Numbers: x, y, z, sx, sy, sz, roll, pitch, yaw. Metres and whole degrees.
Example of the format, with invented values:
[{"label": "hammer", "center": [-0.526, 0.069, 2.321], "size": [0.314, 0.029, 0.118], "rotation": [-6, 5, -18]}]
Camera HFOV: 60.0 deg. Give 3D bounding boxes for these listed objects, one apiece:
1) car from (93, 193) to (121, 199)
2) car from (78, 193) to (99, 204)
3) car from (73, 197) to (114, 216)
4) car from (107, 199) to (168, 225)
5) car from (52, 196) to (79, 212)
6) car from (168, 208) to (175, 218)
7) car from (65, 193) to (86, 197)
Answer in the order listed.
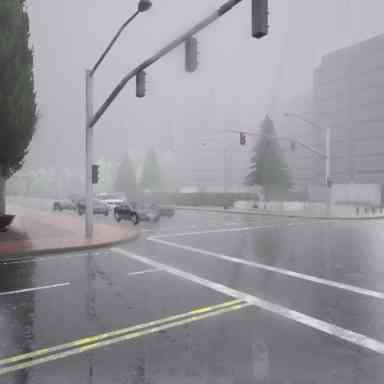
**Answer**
[{"label": "car", "center": [-9.493, 1.223, 37.830], "size": [2.150, 2.045, 5.566], "rotation": [0, 0, -36]}, {"label": "car", "center": [-20.405, 1.224, 65.377], "size": [2.150, 2.045, 5.566], "rotation": [0, 0, -36]}, {"label": "car", "center": [-9.528, 1.506, 31.870], "size": [1.837, 1.490, 4.892], "rotation": [0, 0, -36]}, {"label": "car", "center": [-4.109, 1.493, 24.338], "size": [2.128, 1.511, 4.902], "rotation": [0, 0, -36]}, {"label": "car", "center": [-15.298, 1.527, 39.924], "size": [1.812, 1.442, 4.674], "rotation": [0, 0, -36]}, {"label": "car", "center": [-3.421, 1.602, 29.366], "size": [1.895, 1.301, 4.718], "rotation": [0, 0, -36]}, {"label": "car", "center": [-17.156, 1.224, 48.545], "size": [2.150, 2.045, 5.566], "rotation": [0, 0, -36]}]
